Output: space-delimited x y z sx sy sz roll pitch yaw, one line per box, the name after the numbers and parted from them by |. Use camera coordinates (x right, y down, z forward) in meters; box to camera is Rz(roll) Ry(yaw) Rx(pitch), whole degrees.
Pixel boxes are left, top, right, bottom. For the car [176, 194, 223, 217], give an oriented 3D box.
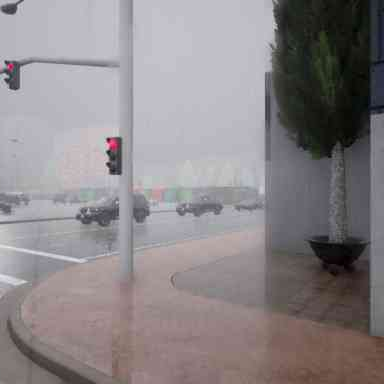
0.841 1.221 32.086 2.150 2.045 5.566 0 0 37 | car

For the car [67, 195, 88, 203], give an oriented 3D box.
-21.340 1.364 62.113 3.905 1.438 1.784 0 0 35 | car

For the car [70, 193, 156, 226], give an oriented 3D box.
-5.430 1.221 23.684 2.150 2.045 5.566 0 0 36 | car

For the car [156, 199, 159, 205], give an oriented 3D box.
-7.087 1.395 52.017 3.806 1.475 1.970 0 0 35 | car

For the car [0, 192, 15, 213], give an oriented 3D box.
-20.102 1.156 33.640 3.866 1.878 1.905 0 0 35 | car

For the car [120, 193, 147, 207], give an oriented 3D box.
-8.772 1.156 49.662 3.866 1.878 1.905 0 0 35 | car

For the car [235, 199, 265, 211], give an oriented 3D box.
7.242 1.547 40.599 2.033 1.411 5.357 0 0 37 | car

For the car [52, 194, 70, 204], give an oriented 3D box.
-23.069 1.153 59.788 4.605 1.855 1.932 0 0 35 | car
